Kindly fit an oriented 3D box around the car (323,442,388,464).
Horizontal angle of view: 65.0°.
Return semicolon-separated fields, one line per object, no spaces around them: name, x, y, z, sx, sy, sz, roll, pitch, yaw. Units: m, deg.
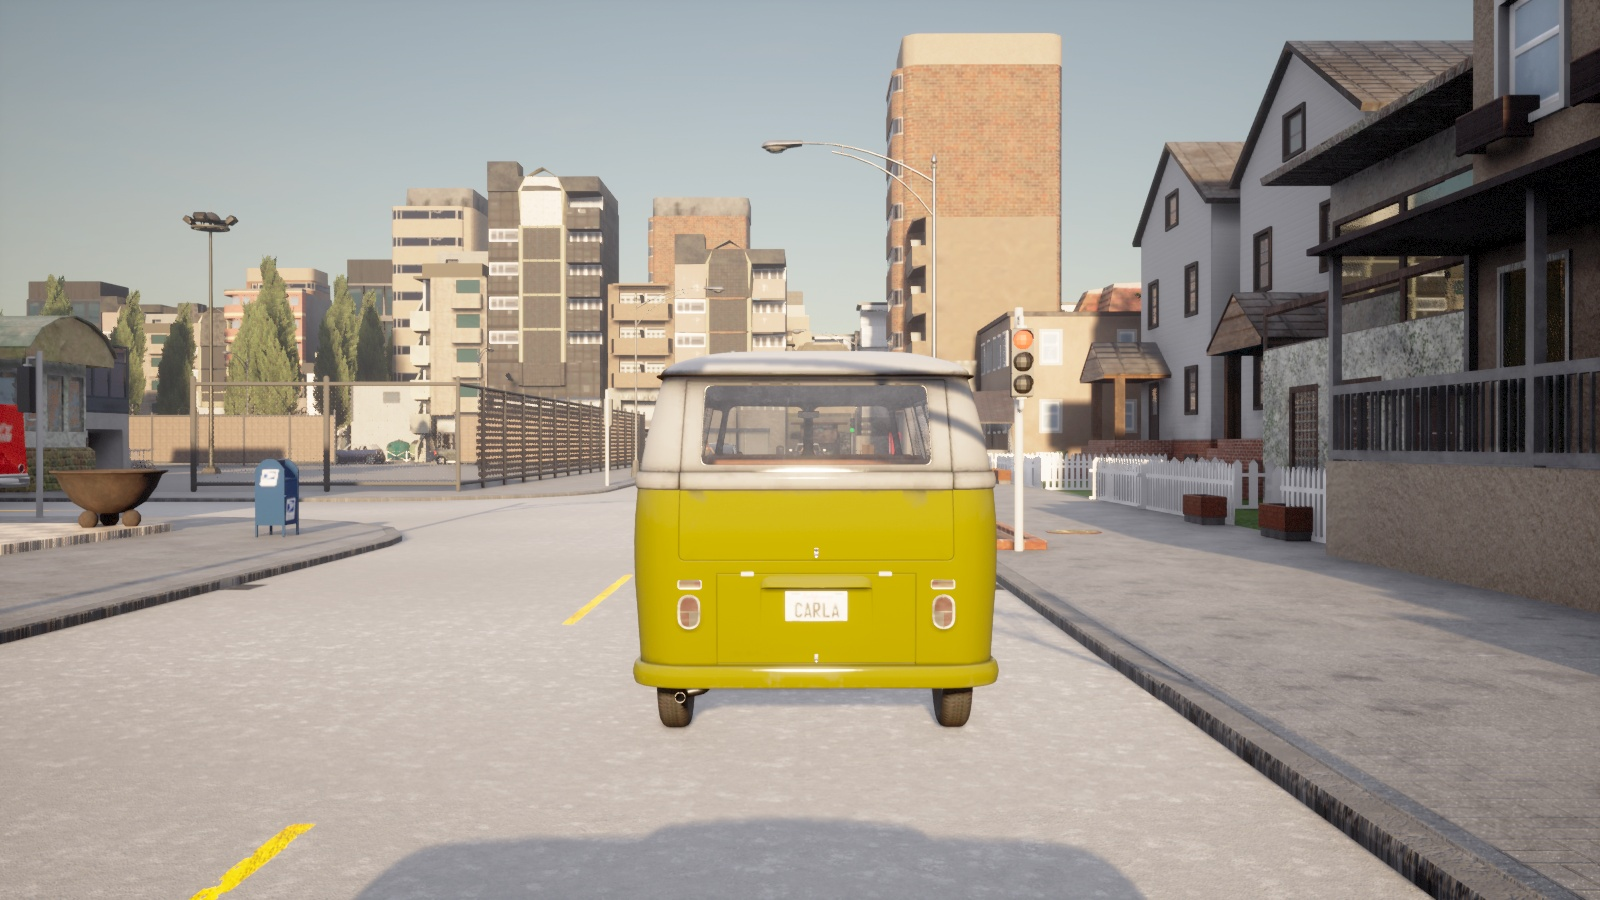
car;-30.965;0.193;87.498;3.806;1.475;1.970;0;0;0

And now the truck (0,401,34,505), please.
truck;-21.611;0.071;29.861;5.204;2.467;2.627;0;0;1

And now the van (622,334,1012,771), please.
van;0.070;0.454;7.932;1.775;1.987;4.442;0;0;0

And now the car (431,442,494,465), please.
car;-22.380;0.236;83.458;3.705;1.549;1.789;0;0;0
